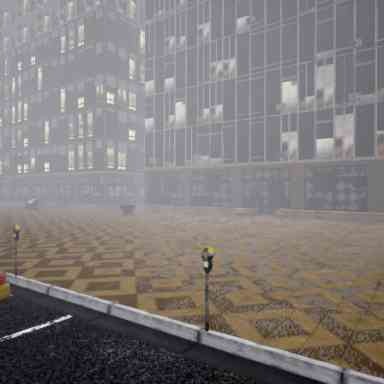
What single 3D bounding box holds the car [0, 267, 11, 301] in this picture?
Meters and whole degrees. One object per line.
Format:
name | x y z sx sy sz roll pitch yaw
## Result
car | -5.589 1.526 6.827 4.829 1.417 1.752 0 0 35
